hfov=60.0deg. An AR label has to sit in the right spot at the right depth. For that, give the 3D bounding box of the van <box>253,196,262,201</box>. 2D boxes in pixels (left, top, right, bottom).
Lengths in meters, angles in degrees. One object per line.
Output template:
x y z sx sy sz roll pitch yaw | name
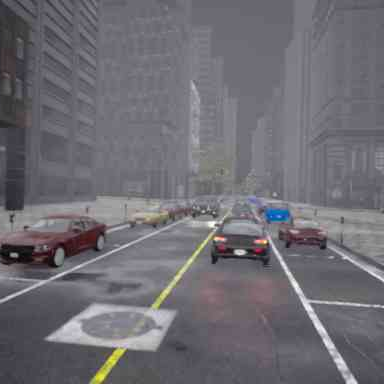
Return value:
9.123 1.666 42.451 1.690 1.788 3.998 2 0 9 | van

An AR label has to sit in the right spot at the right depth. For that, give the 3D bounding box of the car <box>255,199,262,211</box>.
8.280 1.836 36.989 1.887 1.381 4.507 2 0 9 | car

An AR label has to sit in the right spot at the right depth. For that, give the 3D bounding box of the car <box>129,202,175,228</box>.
-2.696 1.478 21.746 1.752 1.417 4.829 2 0 9 | car

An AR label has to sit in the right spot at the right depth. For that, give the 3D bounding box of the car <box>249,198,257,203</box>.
15.656 2.168 85.351 1.947 1.339 4.313 2 0 9 | car

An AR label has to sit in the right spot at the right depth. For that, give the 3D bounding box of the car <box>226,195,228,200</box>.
8.005 1.711 91.641 2.192 1.841 5.009 2 0 9 | car

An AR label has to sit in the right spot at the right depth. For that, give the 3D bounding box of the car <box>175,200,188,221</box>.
-1.837 1.530 27.376 1.887 1.381 4.507 2 0 9 | car

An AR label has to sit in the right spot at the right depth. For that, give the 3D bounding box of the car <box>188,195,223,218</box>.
1.362 1.302 30.473 2.150 2.045 5.566 2 0 9 | car

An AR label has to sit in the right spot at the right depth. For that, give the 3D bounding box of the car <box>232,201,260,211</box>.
3.807 1.693 25.444 2.033 1.411 5.357 2 0 9 | car

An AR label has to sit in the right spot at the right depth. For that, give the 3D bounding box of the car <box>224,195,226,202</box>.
7.199 1.904 86.412 1.887 1.381 4.507 2 0 9 | car

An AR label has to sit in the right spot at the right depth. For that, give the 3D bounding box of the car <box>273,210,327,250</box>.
4.937 1.745 15.144 1.802 1.307 4.206 2 0 9 | car

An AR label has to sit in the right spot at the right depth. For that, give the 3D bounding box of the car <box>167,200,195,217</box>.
-1.003 1.562 32.838 1.887 1.381 4.507 2 0 9 | car

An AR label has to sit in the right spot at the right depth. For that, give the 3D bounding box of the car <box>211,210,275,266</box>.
1.739 1.592 11.905 1.812 1.442 4.674 2 0 9 | car

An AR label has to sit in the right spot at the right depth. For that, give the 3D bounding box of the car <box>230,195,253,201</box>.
6.388 1.599 42.955 2.097 1.767 4.553 2 0 9 | car

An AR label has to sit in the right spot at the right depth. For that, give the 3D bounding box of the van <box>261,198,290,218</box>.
6.616 1.568 26.067 1.690 1.788 3.998 2 0 9 | van

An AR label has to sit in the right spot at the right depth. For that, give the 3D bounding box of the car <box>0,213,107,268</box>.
-4.338 1.435 10.990 1.887 1.381 4.507 2 0 9 | car

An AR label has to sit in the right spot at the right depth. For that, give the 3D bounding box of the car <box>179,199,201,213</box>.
-0.170 1.594 38.300 1.887 1.381 4.507 2 0 9 | car
